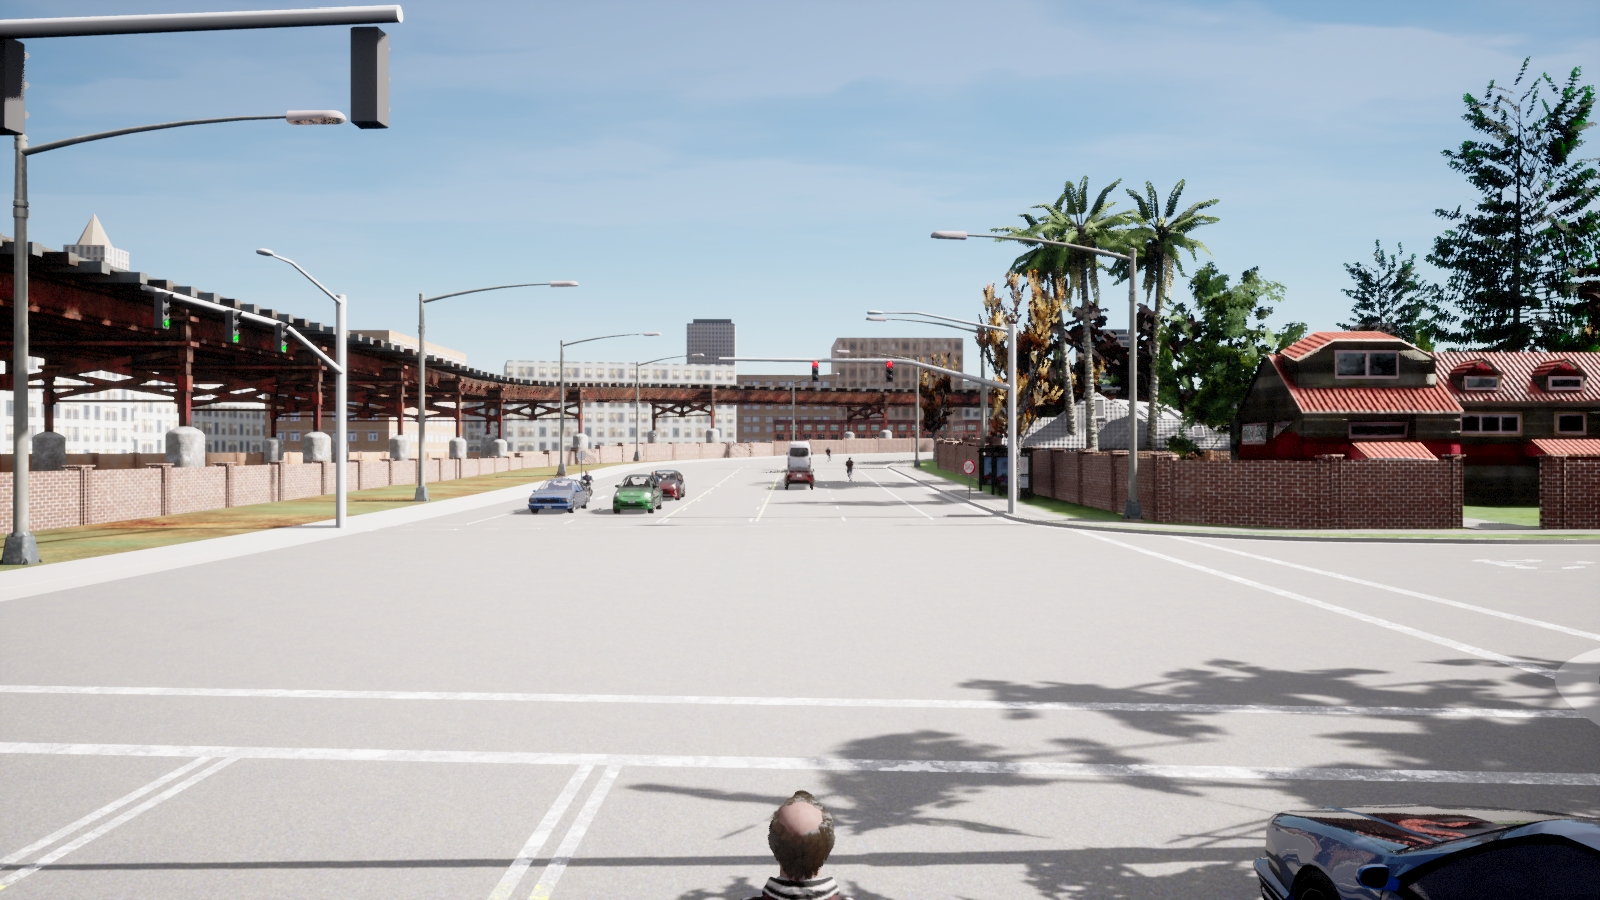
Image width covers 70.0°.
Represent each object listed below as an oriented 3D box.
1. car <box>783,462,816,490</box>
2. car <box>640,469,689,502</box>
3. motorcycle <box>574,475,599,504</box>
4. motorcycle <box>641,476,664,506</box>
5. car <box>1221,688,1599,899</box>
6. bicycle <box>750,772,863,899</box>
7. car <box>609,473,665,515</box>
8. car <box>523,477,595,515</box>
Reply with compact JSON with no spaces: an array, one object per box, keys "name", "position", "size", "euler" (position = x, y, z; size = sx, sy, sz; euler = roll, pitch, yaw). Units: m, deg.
[{"name":"car","position":[-0.044,1.607,71.694],"size":[2.007,1.525,4.514],"euler":[0,1,0]},{"name":"car","position":[-7.040,1.800,59.633],"size":[2.007,1.525,4.514],"euler":[0,1,0]},{"name":"motorcycle","position":[-10.476,1.934,56.002],"size":[0.856,1.341,1.805],"euler":[0,1,1]},{"name":"motorcycle","position":[-7.053,1.947,54.746],"size":[0.856,1.341,1.805],"euler":[0,1,0]},{"name":"car","position":[3.467,2.106,4.038],"size":[2.033,1.411,5.357],"euler":[0,0,1]},{"name":"bicycle","position":[0.019,2.048,3.681],"size":[0.329,1.496,1.835],"euler":[0,0,0]},{"name":"car","position":[-7.031,1.877,49.699],"size":[1.851,1.617,3.988],"euler":[0,1,0]},{"name":"car","position":[-10.533,1.979,50.381],"size":[2.033,1.411,5.357],"euler":[0,1,0]}]
